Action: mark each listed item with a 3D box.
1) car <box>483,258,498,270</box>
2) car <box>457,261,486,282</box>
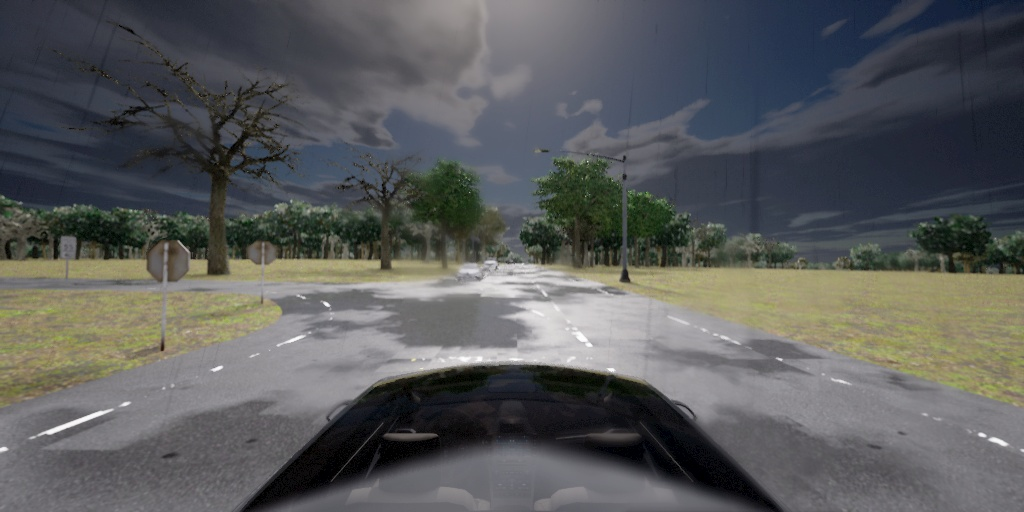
[{"bbox_3d":[-3.577,1.288,60.723,2.150,2.045,5.566,0,0,0],"label":"car"},{"bbox_3d":[-3.504,1.387,30.755,1.812,1.442,4.674,0,-1,0],"label":"car"}]
